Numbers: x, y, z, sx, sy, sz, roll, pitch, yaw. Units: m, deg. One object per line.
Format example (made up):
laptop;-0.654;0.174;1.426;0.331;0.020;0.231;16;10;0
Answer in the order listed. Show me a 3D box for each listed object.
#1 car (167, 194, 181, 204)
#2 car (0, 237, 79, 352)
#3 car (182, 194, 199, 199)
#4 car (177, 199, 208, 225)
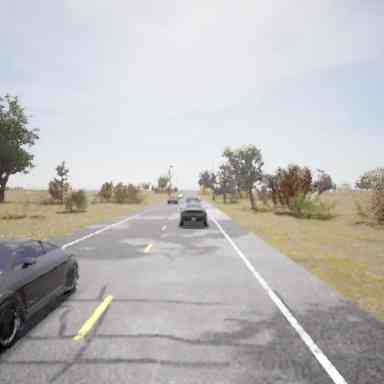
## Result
car;-3.509;1.415;60.390;1.882;1.535;5.008;0;0;1
car;-3.598;1.559;6.011;1.994;1.385;4.181;0;0;0
car;0.116;1.312;42.050;2.097;1.767;4.553;0;0;0
car;0.110;1.485;23.924;1.837;1.490;4.892;0;1;0
